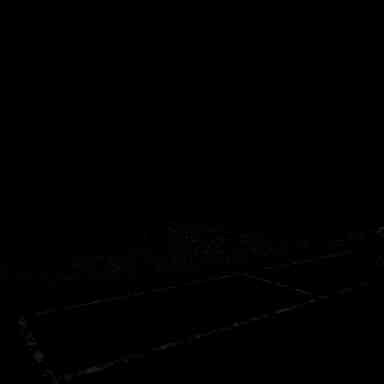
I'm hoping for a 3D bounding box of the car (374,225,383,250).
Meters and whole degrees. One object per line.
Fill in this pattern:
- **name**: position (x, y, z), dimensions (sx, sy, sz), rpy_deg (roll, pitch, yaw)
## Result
- **car**: position (8.882, 1.438, 12.969), dimensions (4.097, 1.590, 1.967), rpy_deg (0, -1, -35)
